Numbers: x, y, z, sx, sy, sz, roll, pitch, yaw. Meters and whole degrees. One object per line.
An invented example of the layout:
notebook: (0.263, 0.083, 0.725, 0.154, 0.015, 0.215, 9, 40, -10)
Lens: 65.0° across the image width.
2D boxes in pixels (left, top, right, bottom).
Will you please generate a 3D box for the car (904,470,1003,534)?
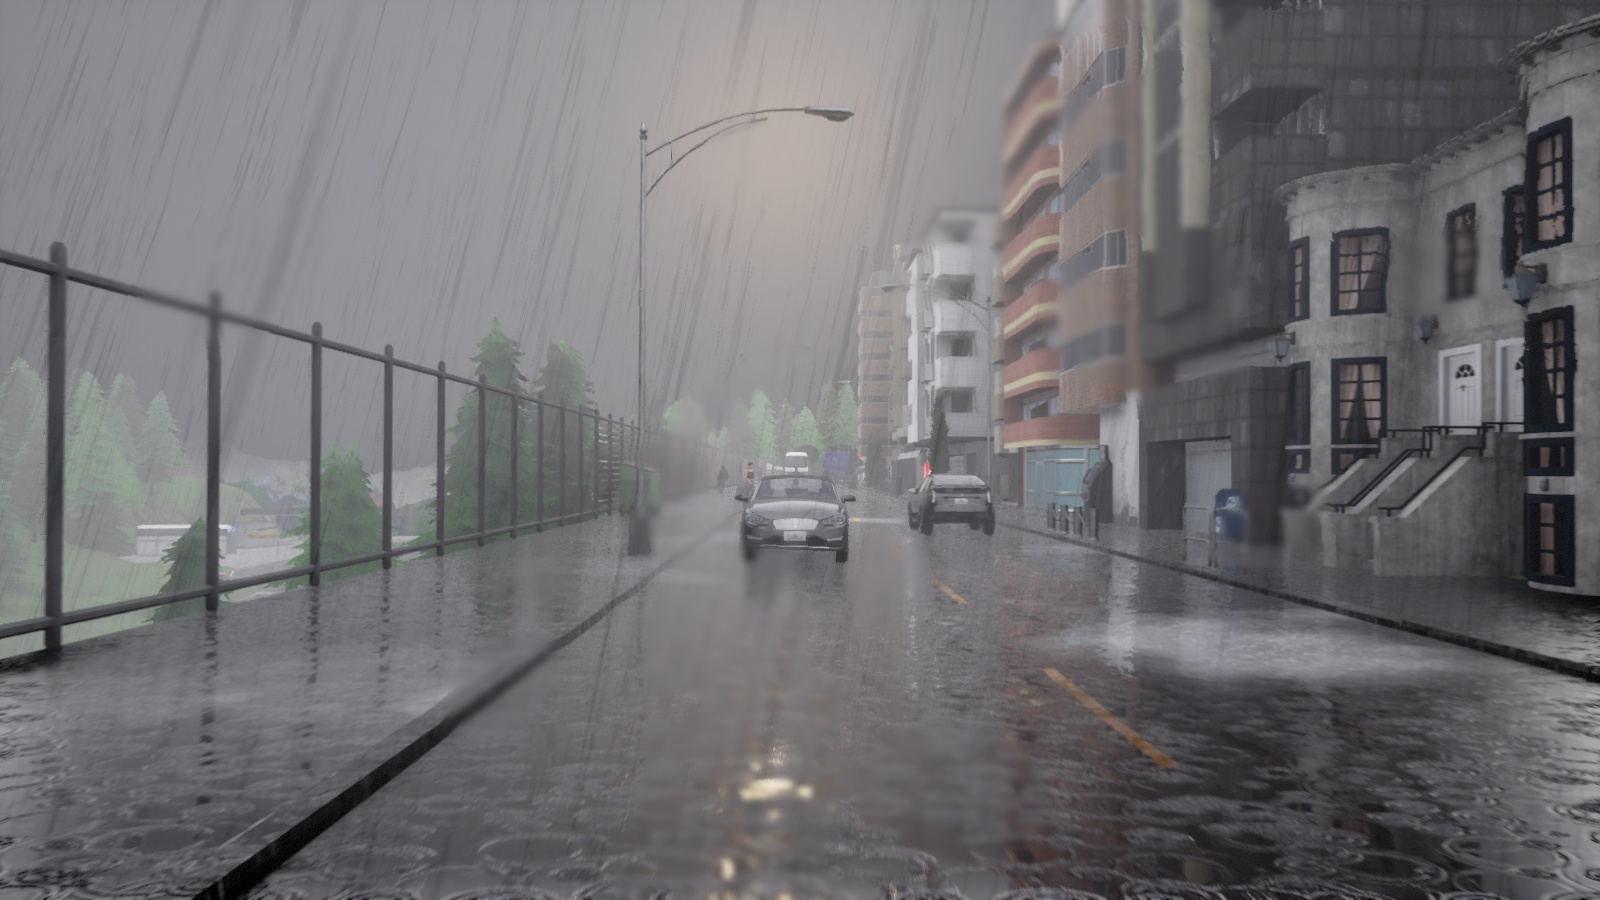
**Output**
car: (3.906, 1.293, 32.669, 2.007, 1.525, 4.514, 0, -1, 0)

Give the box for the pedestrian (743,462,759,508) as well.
pedestrian: (-1.958, 1.380, 50.151, 0.345, 1.836, 0.594, 1, -1, -43)

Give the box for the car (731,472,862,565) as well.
car: (-0.065, 1.155, 22.955, 2.128, 1.511, 4.902, 0, -1, 0)

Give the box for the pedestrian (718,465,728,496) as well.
pedestrian: (-4.602, 1.801, 75.170, 0.431, 1.840, 0.703, 0, -1, -18)
